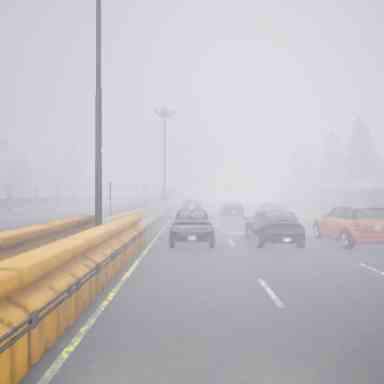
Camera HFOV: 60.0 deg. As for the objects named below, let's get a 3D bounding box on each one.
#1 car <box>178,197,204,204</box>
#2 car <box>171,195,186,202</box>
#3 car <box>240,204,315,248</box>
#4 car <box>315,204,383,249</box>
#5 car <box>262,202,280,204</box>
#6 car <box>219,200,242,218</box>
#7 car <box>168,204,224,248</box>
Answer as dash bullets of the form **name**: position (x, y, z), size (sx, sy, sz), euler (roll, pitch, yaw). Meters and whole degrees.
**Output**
- **car**: position (0.000, 1.364, 29.620), size (2.097, 1.767, 4.553), euler (0, 0, 0)
- **car**: position (-3.180, 1.475, 78.545), size (2.128, 1.511, 4.902), euler (0, 0, 15)
- **car**: position (3.500, 1.514, 14.650), size (1.837, 1.490, 4.892), euler (0, 0, 0)
- **car**: position (7.000, 1.363, 14.620), size (2.097, 1.767, 4.553), euler (0, 0, 0)
- **car**: position (7.000, 1.561, 29.650), size (2.033, 1.411, 5.357), euler (0, 0, 0)
- **car**: position (3.500, 1.482, 29.650), size (1.882, 1.535, 5.008), euler (0, 0, 0)
- **car**: position (0.000, 1.492, 14.650), size (2.128, 1.511, 4.902), euler (0, 0, 0)
